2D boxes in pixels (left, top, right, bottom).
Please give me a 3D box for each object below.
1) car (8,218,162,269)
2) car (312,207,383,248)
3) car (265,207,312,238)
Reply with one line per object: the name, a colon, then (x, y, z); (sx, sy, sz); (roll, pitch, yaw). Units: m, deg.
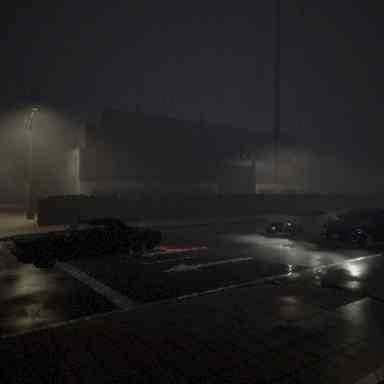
car: (-3.513, 1.601, 11.267); (4.718, 1.301, 1.895); (0, 0, -35)
car: (7.844, 1.478, 14.874); (5.008, 1.535, 1.882); (-1, 0, -34)
car: (5.981, 1.526, 17.845); (4.674, 1.442, 1.812); (0, 0, -34)
